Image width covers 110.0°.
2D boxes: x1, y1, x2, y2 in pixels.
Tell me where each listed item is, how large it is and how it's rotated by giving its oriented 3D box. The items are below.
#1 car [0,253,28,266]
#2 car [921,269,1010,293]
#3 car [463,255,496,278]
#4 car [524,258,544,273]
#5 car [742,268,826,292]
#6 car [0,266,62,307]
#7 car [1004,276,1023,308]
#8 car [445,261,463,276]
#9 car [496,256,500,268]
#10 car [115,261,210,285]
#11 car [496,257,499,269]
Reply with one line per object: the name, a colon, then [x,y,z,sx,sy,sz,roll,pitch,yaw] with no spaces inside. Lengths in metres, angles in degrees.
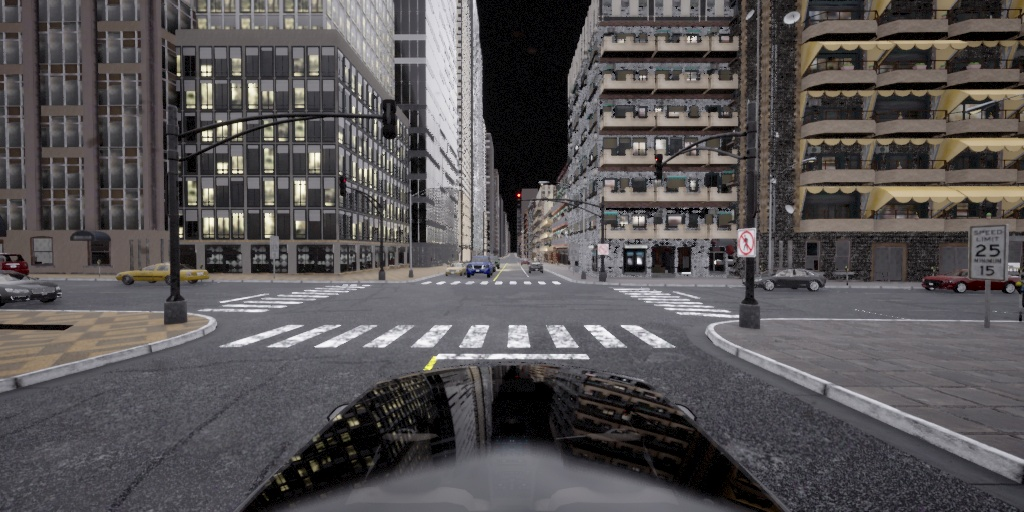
car: [-33.577,0.712,22.468,5.009,1.841,2.192,0,0,1]
car: [27.409,1.461,21.499,4.507,1.381,1.888,0,0,1]
car: [-3.042,0.962,34.662,2.150,2.045,5.566,0,0,0]
car: [2.762,1.289,42.170,2.007,1.370,4.403,0,0,0]
car: [16.344,1.375,21.674,4.403,1.370,2.007,0,0,1]
car: [-20.265,1.204,13.905,4.403,1.370,2.007,0,0,1]
car: [21.736,1.576,13.208,4.313,1.339,1.948,0,0,1]
car: [-5.629,1.265,36.361,1.751,1.417,4.829,0,0,0]
car: [-2.994,0.957,55.349,2.150,2.045,5.566,0,0,0]
car: [-21.631,1.029,22.242,4.829,1.417,1.751,0,0,1]
car: [-3.017,1.216,44.793,1.882,1.535,5.008,0,0,0]
